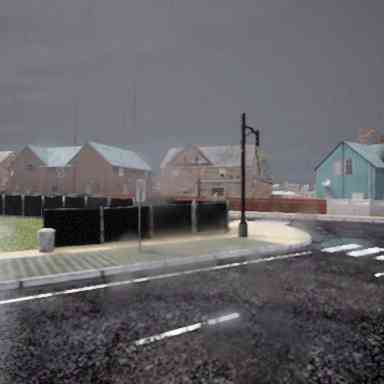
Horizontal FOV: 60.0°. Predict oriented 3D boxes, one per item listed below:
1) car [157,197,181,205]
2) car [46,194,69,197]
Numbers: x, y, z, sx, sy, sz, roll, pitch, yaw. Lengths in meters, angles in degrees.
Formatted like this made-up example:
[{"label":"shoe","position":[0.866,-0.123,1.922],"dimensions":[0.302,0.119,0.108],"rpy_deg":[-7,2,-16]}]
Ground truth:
[{"label":"car","position":[-1.612,1.171,25.033],"dimensions":[5.008,1.535,1.882],"rpy_deg":[1,0,18]},{"label":"car","position":[-11.223,0.970,28.336],"dimensions":[5.008,1.535,1.882],"rpy_deg":[1,0,19]}]
